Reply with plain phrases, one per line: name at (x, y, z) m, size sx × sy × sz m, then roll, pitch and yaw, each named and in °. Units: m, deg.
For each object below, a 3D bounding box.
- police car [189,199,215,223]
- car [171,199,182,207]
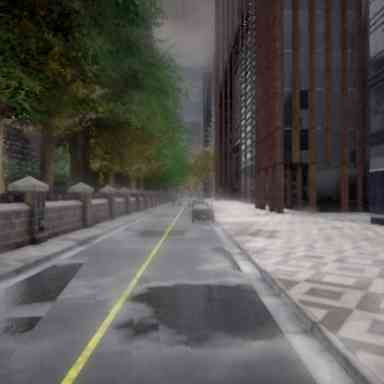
police car at (0.898, 1.708, 28.449) m, size 1.930 × 1.638 × 5.238 m, roll 0°, pitch -1°, yaw 0°
car at (-3.024, 2.113, 65.325) m, size 2.128 × 1.511 × 4.902 m, roll 0°, pitch -1°, yaw 0°
